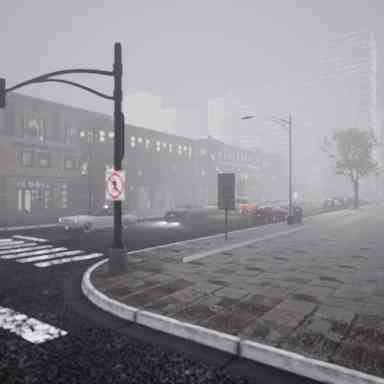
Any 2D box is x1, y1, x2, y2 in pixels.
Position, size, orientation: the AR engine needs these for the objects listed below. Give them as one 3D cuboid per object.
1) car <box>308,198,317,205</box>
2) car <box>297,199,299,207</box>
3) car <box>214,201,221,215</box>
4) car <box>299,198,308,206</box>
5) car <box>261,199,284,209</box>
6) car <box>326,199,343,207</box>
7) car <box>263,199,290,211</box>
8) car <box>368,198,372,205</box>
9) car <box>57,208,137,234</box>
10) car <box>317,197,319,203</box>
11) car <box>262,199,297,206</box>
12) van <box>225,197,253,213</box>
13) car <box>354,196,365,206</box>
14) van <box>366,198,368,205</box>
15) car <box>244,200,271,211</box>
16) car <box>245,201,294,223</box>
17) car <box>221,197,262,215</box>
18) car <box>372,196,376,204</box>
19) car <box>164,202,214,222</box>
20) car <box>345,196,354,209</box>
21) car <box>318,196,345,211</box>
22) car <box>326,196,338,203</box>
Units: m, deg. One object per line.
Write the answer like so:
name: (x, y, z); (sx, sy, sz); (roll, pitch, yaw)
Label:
car: (21.712, 1.875, 63.623); (2.008, 1.369, 4.403); (0, -1, 35)
car: (15.365, 1.814, 54.574); (2.008, 1.369, 4.403); (0, -1, 35)
car: (2.575, 1.673, 36.339); (1.752, 1.417, 4.829); (0, 0, 35)
car: (18.539, 1.844, 59.098); (2.008, 1.369, 4.403); (0, -1, 35)
car: (12.094, 1.757, 49.911); (1.752, 1.417, 4.829); (0, 0, 35)
car: (24.980, 1.912, 58.190); (1.895, 1.301, 4.718); (0, 0, 35)
car: (11.279, 1.683, 44.156); (1.882, 1.535, 5.008); (0, 0, 36)
car: (34.919, 1.970, 67.857); (1.802, 1.307, 4.206); (0, -1, 35)
car: (-5.634, 1.667, 20.121); (1.895, 1.301, 4.718); (0, 0, 35)
car: (28.058, 1.826, 72.670); (1.967, 1.590, 4.097); (0, -1, 35)
car: (9.057, 1.655, 35.493); (2.128, 1.511, 4.902); (0, 0, 35)
van: (5.845, 1.517, 41.003); (1.690, 1.788, 3.998); (0, 0, 35)
car: (28.573, 1.641, 58.813); (2.192, 1.841, 5.009); (0, -1, 35)
van: (31.746, 1.698, 63.336); (1.690, 1.788, 3.998); (0, -1, 35)
car: (9.019, 1.755, 45.526); (2.008, 1.369, 4.403); (0, 0, 35)
car: (6.404, 1.669, 27.114); (1.887, 1.381, 4.507); (0, 0, 35)
car: (5.414, 1.506, 35.852); (2.097, 1.767, 4.553); (0, 0, 35)
car: (38.190, 1.947, 72.522); (1.752, 1.417, 4.829); (0, -1, 35)
car: (-0.388, 1.671, 27.584); (1.994, 1.385, 4.181); (0, 0, 36)
car: (22.226, 1.580, 49.764); (2.192, 1.841, 5.009); (0, -1, 35)
car: (19.053, 1.675, 45.239); (1.967, 1.590, 4.097); (0, -1, 35)
car: (34.404, 1.892, 81.718); (1.967, 1.590, 4.097); (0, -1, 35)
